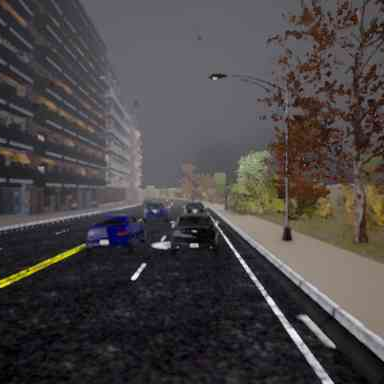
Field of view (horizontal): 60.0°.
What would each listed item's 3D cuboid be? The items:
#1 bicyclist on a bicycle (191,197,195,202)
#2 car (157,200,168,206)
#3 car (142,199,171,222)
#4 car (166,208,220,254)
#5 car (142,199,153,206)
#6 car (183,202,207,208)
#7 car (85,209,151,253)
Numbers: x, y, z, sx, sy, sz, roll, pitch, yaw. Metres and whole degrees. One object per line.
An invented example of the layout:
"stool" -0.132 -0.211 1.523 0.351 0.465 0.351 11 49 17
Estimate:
"bicyclist on a bicycle" 0.459 2.260 89.811 0.659 1.776 1.843 0 0 -3
"car" -6.226 2.294 70.981 1.895 1.301 4.718 0 -1 -1
"car" -2.984 1.633 28.995 2.097 1.767 4.553 0 -1 1
"car" 0.111 1.647 14.163 1.837 1.490 4.892 0 0 1
"car" -9.475 2.251 70.894 1.994 1.385 4.181 0 -1 -1
"car" 0.266 1.634 28.958 2.097 1.767 4.553 0 -1 1
"car" -3.137 1.664 14.301 1.812 1.442 4.674 0 0 1
